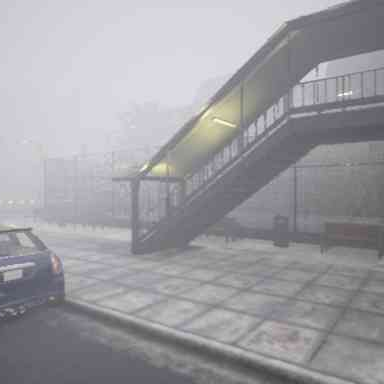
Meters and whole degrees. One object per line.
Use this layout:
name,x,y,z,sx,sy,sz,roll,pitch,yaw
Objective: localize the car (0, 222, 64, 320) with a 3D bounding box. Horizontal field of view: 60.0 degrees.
car,-4.611,1.367,6.595,4.553,1.767,2.185,0,0,35
